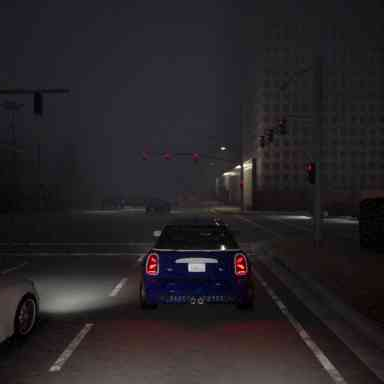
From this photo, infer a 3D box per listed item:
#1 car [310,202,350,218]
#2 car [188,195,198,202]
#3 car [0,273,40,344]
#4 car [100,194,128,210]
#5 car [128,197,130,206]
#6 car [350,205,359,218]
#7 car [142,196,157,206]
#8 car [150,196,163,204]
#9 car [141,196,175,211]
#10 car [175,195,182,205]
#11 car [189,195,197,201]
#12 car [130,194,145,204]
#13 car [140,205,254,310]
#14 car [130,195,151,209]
[{"bbox_3d":[13.018,1.619,30.365,4.181,1.385,1.994,0,0,0],"label":"car"},{"bbox_3d":[0.170,1.355,73.790,2.097,1.767,4.553,0,0,0],"label":"car"},{"bbox_3d":[-3.431,1.526,3.560,1.812,1.442,4.674,0,0,1],"label":"car"},{"bbox_3d":[-10.493,1.221,44.032,2.150,2.045,5.566,0,0,0],"label":"car"},{"bbox_3d":[-10.466,1.477,53.804,1.882,1.535,5.008,0,0,0],"label":"car"},{"bbox_3d":[15.861,1.560,26.864,4.892,1.490,1.837,0,0,0],"label":"car"},{"bbox_3d":[-6.958,1.505,55.158,1.837,1.490,4.892,0,0,0],"label":"car"},{"bbox_3d":[-6.898,1.564,65.204,1.994,1.385,4.181,0,0,0],"label":"car"},{"bbox_3d":[-3.574,1.536,35.538,1.812,1.442,4.674,1,1,11],"label":"car"},{"bbox_3d":[-3.271,1.600,57.229,1.895,1.301,4.718,0,0,0],"label":"car"},{"bbox_3d":[0.185,1.540,83.772,2.033,1.411,5.357,0,0,0],"label":"car"},{"bbox_3d":[-10.409,1.352,63.584,2.097,1.767,4.553,0,0,1],"label":"car"},{"bbox_3d":[0.101,1.352,7.990,2.097,1.767,4.553,0,0,0],"label":"car"},{"bbox_3d":[-6.983,1.526,46.264,1.812,1.442,4.674,0,0,0],"label":"car"}]
